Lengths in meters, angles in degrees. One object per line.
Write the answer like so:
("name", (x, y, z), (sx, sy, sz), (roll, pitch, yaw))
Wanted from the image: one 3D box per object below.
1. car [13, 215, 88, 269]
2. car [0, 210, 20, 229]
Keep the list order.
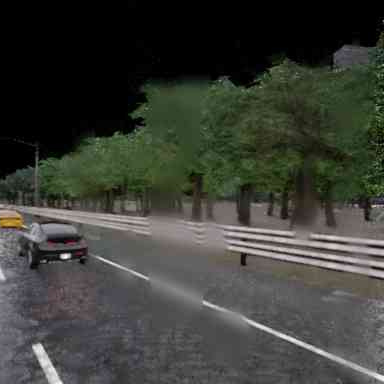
("car", (-5.436, 1.866, 12.760), (1.837, 1.490, 4.892), (2, -2, -34))
("car", (-14.596, 2.184, 26.088), (1.882, 1.535, 5.008), (2, -2, -34))
